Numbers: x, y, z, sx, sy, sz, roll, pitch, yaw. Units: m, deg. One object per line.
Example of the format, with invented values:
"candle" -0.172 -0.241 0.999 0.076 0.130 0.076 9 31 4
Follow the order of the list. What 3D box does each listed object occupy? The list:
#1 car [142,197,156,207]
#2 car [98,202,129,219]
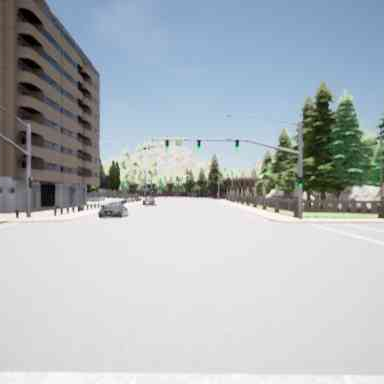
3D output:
"car" -6.940 1.589 54.140 2.128 1.511 4.902 0 0 0
"car" -6.967 1.619 29.743 1.994 1.385 4.181 0 0 0
